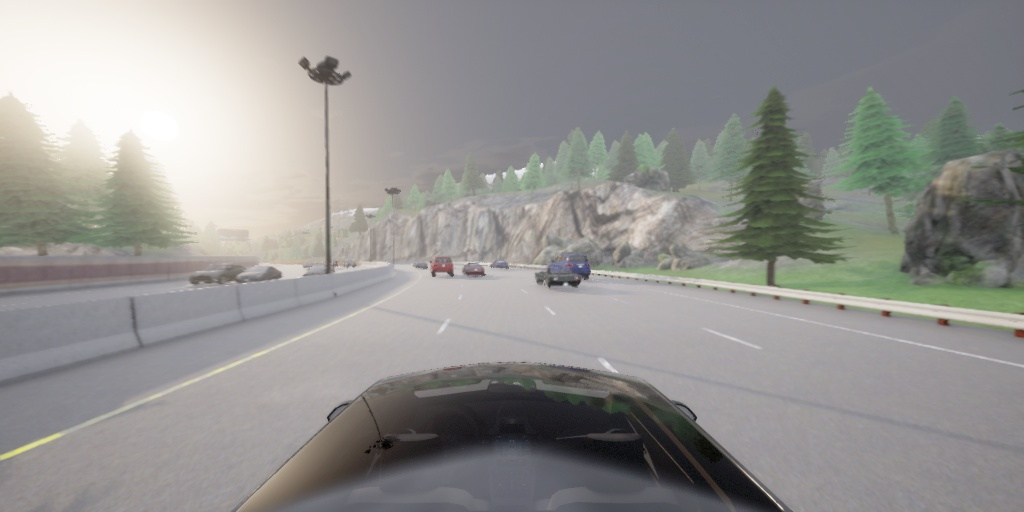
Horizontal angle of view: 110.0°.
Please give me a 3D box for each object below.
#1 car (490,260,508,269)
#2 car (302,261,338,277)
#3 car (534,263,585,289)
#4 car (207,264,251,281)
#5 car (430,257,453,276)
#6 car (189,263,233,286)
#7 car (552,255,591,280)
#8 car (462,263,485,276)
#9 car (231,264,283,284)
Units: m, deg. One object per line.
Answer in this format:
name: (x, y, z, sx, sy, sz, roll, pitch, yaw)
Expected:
car: (-1.981, 1.318, 55.701, 1.812, 1.442, 4.674, 0, 0, -20)
car: (-17.667, 1.519, 33.263, 1.812, 1.442, 4.674, -1, 0, -13)
car: (2.734, 1.321, 22.702, 1.895, 1.301, 4.718, -1, 0, -9)
car: (-29.638, 1.656, 37.788, 1.837, 1.490, 4.892, -1, 0, -15)
car: (-7.637, 1.084, 38.747, 2.150, 2.045, 5.566, 0, 0, -15)
car: (-24.024, 1.428, 29.430, 2.097, 1.767, 4.553, -1, 0, -12)
car: (4.802, 0.917, 30.563, 2.150, 2.045, 5.566, 0, 0, -12)
car: (-4.188, 1.377, 38.387, 1.994, 1.385, 4.181, 0, 0, -14)
car: (-20.393, 1.553, 29.243, 1.812, 1.442, 4.674, -1, 0, -11)
